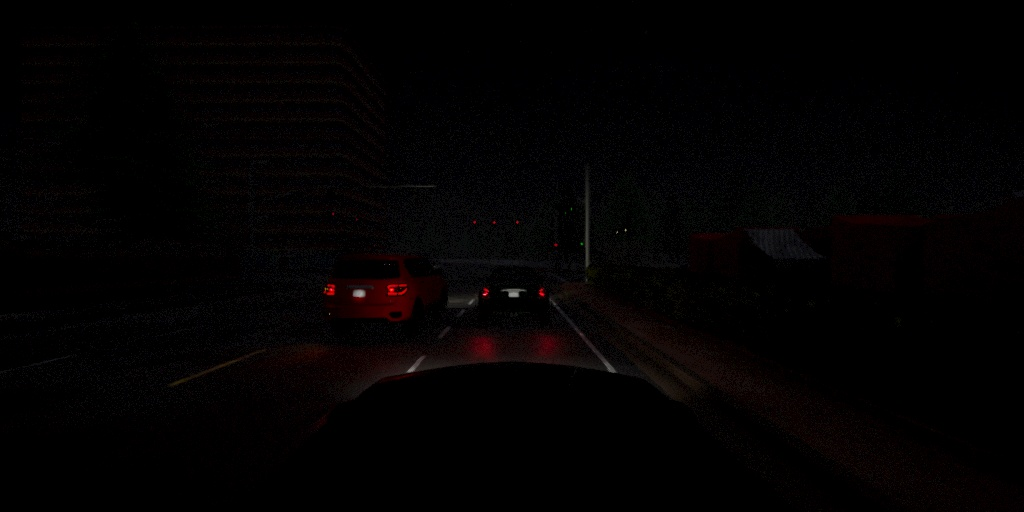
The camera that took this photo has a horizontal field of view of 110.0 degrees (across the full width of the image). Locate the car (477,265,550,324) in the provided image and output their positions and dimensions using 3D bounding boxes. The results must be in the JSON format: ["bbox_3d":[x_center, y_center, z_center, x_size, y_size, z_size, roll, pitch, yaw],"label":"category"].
[{"bbox_3d":[0.062,1.080,12.079,2.097,1.767,4.553,0,0,0],"label":"car"}]

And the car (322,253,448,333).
[{"bbox_3d":[-3.447,0.950,10.827,2.150,2.045,5.566,0,0,0],"label":"car"}]
